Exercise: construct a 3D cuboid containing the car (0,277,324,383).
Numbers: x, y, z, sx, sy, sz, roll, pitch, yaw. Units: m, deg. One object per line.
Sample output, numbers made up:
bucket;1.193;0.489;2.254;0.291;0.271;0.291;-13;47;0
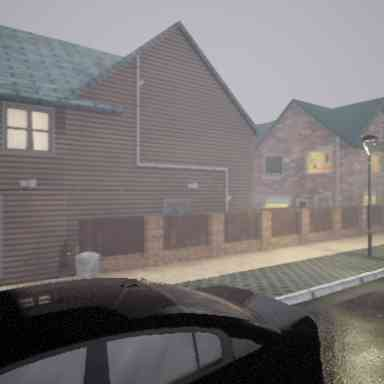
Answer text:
car;-1.169;1.478;2.236;5.008;1.535;1.882;0;0;-36
